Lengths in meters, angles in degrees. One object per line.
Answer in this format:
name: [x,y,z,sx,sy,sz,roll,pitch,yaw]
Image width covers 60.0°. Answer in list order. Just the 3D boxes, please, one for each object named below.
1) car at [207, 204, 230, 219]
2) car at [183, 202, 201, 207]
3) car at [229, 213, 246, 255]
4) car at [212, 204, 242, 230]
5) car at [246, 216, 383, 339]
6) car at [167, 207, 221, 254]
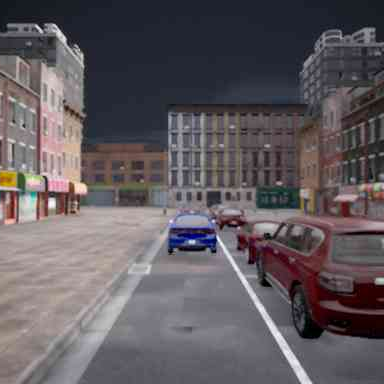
car: [2.638,1.934,34.155,2.008,1.369,4.403,0,-1,0]
car: [0.012,1.669,28.425,2.097,1.767,4.553,0,-1,0]
car: [2.642,1.678,12.142,1.887,1.381,4.507,0,-1,0]
car: [2.640,1.802,23.148,1.887,1.381,4.507,0,-1,0]
car: [2.646,1.388,6.641,2.192,1.841,5.009,0,-1,0]
car: [0.021,1.634,14.227,1.882,1.535,5.008,0,0,0]
